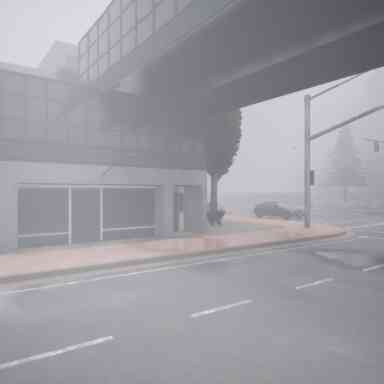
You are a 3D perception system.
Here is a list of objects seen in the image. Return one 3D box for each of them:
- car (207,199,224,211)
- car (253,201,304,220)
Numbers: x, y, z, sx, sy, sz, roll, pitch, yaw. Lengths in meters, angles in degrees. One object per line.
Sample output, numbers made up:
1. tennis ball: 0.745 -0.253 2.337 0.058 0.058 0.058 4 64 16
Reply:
1. car: 1.494 1.490 36.481 2.128 1.511 4.902 0 0 -36
2. car: 7.300 1.526 28.418 1.812 1.442 4.674 0 0 -36
